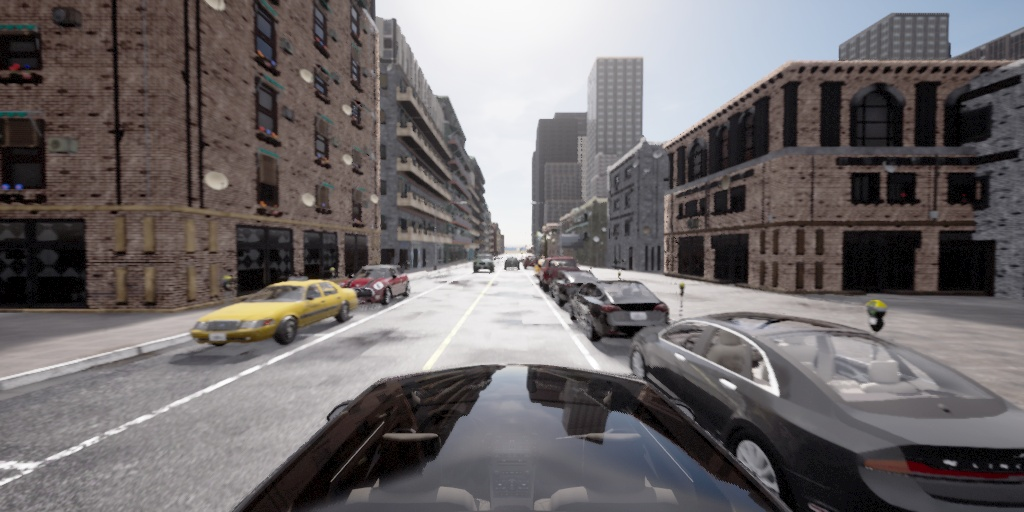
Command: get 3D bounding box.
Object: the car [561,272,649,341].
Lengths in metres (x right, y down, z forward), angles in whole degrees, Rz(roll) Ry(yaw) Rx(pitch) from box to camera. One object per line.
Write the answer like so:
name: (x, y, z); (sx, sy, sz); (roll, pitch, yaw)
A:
car: (2.656, 1.278, 9.579); (1.948, 1.339, 4.313); (0, 0, 0)

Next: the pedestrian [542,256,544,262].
pedestrian: (2.997, 0.880, 34.785); (0.375, 1.860, 0.375); (-1, 1, 0)

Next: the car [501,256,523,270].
car: (0.031, 0.868, 47.998); (2.097, 1.767, 4.553); (0, 0, 0)

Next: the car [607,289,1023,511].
car: (2.689, 1.299, 4.007); (2.007, 1.370, 4.403); (0, 0, 0)

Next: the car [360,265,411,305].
car: (-5.692, 1.125, 15.108); (1.967, 1.591, 4.097); (0, 0, 0)

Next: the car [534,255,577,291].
car: (2.654, 0.972, 20.738); (2.192, 1.841, 5.009); (0, 0, 0)

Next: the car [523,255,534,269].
car: (2.652, 0.828, 48.637); (2.192, 1.841, 5.009); (0, 0, 0)

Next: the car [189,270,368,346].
car: (-5.692, 1.238, 9.358); (1.751, 1.417, 4.829); (0, 0, 0)

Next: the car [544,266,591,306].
car: (2.655, 1.251, 15.158); (1.948, 1.339, 4.313); (0, 0, 0)

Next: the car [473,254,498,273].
car: (-3.093, 0.779, 40.148); (2.150, 2.045, 5.566); (0, 0, 0)

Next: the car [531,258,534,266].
car: (2.997, 1.079, 31.798); (1.882, 1.535, 5.008); (0, 0, 0)
